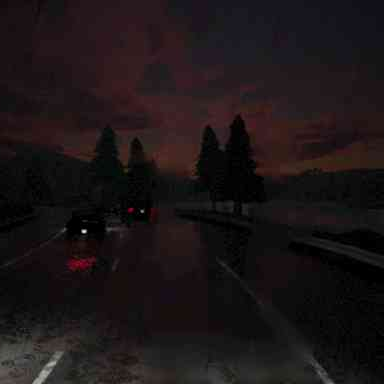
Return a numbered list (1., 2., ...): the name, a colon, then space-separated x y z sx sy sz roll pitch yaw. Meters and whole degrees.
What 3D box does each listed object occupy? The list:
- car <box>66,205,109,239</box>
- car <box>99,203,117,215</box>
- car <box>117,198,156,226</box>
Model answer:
1. car: -5.885 1.713 18.811 1.837 1.490 4.892 0 -1 -13
2. car: -10.333 1.986 40.165 2.033 1.411 5.357 0 -1 -29
3. car: -4.318 1.502 26.171 2.150 2.045 5.566 0 -1 -17
